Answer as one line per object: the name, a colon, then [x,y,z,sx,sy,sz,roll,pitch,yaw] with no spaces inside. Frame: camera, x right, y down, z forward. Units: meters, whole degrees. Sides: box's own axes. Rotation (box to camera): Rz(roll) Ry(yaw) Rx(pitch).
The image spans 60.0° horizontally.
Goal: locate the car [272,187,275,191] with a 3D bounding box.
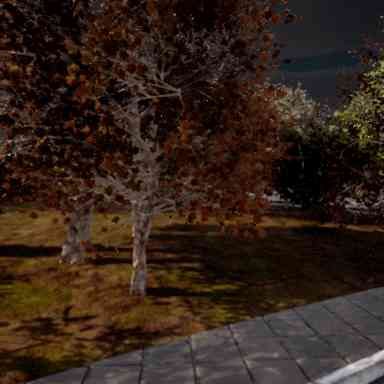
car: [8.508,-0.388,40.950,2.163,1.488,4.792,5,4,37]
